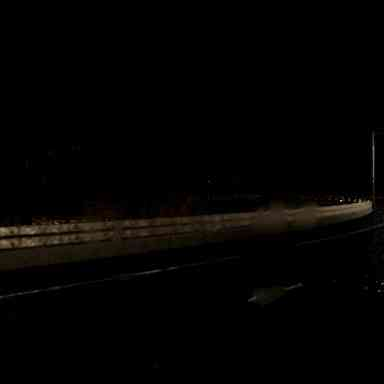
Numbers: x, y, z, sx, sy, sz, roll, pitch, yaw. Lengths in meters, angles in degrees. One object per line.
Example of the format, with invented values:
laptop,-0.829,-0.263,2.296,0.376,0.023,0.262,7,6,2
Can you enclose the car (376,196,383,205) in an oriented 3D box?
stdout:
car,35.992,1.706,60.868,2.128,1.511,4.902,0,0,17

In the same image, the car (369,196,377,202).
car,42.986,1.730,75.961,1.837,1.490,4.892,0,0,6

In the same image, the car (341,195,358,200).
car,40.555,1.626,86.498,1.837,1.490,4.892,0,0,1
